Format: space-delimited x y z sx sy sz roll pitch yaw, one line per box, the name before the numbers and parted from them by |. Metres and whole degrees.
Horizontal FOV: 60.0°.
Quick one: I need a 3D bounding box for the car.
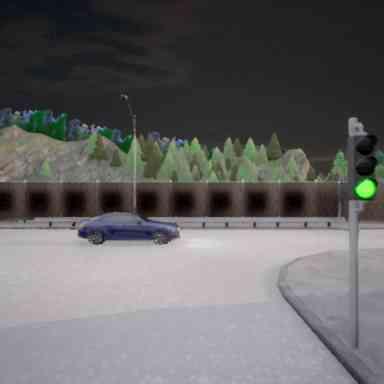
car | -2.895 1.642 15.431 4.674 1.442 1.812 0 0 0
